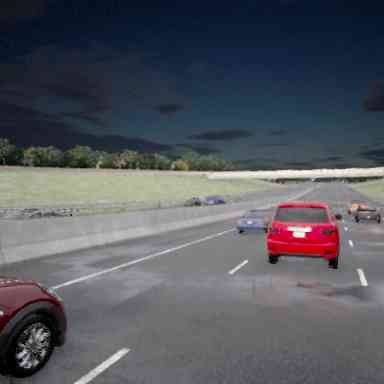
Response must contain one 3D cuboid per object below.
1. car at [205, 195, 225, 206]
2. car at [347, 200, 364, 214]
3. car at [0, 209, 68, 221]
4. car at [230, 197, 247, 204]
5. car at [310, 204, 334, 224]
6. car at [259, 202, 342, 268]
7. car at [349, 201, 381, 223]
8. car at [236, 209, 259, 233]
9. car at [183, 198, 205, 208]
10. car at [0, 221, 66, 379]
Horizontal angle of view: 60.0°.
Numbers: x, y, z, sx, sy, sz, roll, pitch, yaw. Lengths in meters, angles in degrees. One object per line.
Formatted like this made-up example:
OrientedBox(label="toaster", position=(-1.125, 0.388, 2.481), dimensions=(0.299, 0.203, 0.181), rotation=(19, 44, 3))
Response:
OrientedBox(label="car", position=(3.828, 1.539, 56.166), dimensions=(2.150, 2.045, 5.566), rotation=(0, 0, 24))
OrientedBox(label="car", position=(19.306, 1.659, 38.801), dimensions=(2.097, 1.767, 4.553), rotation=(0, 0, 23))
OrientedBox(label="car", position=(-8.800, 1.714, 17.937), dimensions=(2.128, 1.511, 4.902), rotation=(0, -1, 23))
OrientedBox(label="car", position=(8.027, 1.621, 57.062), dimensions=(2.097, 1.767, 4.553), rotation=(0, 1, 24))
OrientedBox(label="car", position=(11.661, 1.859, 29.614), dimensions=(1.812, 1.442, 4.674), rotation=(0, 0, 23))
OrientedBox(label="car", position=(4.217, 1.382, 12.270), dimensions=(2.150, 2.045, 5.566), rotation=(0, -1, 23))
OrientedBox(label="car", position=(14.973, 1.812, 28.592), dimensions=(2.128, 1.511, 4.902), rotation=(0, 0, 24))
OrientedBox(label="car", position=(4.290, 1.825, 21.307), dimensions=(2.033, 1.411, 5.357), rotation=(0, -1, 23))
OrientedBox(label="car", position=(0.069, 1.853, 56.282), dimensions=(1.837, 1.490, 4.892), rotation=(0, 0, 24))
OrientedBox(label="car", position=(-3.459, 1.392, 3.252), dimensions=(2.097, 1.767, 4.553), rotation=(0, -1, 23))
